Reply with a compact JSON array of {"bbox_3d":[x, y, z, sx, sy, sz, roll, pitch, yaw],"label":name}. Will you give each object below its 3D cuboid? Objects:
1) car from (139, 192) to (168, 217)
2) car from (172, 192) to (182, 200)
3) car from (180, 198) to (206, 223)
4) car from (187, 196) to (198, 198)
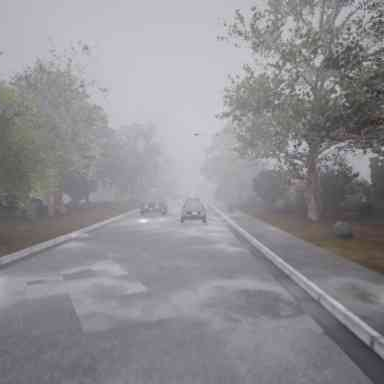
[{"bbox_3d":[-3.349,1.052,30.129,2.150,2.045,5.566,0,1,0],"label":"car"},{"bbox_3d":[-3.184,0.738,71.664,2.097,1.767,4.553,0,1,1],"label":"car"},{"bbox_3d":[0.094,1.431,24.544,2.033,1.411,5.357,0,1,0],"label":"car"},{"bbox_3d":[0.098,1.197,43.039,2.128,1.511,4.902,0,1,0],"label":"car"}]
